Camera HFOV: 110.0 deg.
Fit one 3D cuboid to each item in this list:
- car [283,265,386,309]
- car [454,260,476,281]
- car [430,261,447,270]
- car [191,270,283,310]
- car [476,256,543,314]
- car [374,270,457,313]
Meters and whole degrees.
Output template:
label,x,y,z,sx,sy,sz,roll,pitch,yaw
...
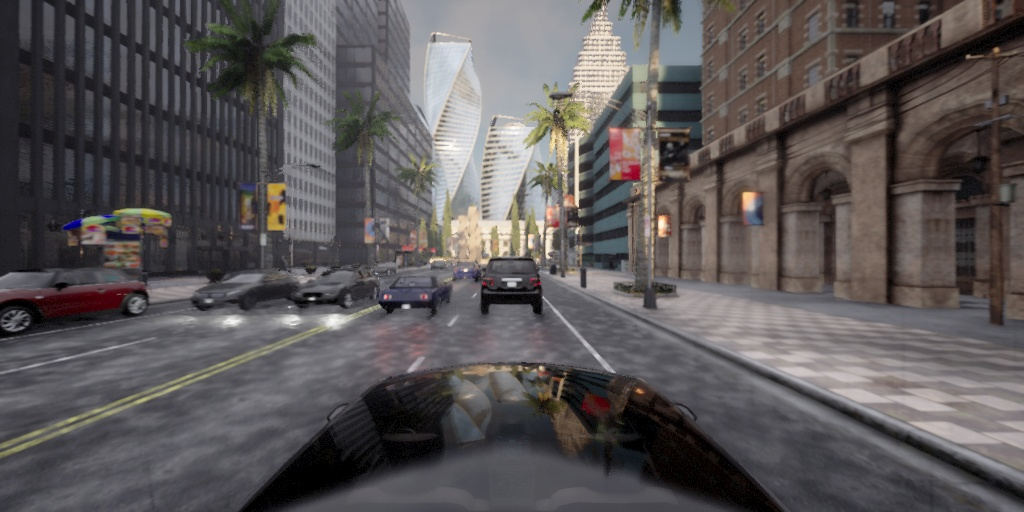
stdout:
label,x,y,z,sx,sy,sz,roll,pitch,yaw
car,-7.253,1.308,15.360,1.837,1.490,4.892,0,0,-1
car,-3.788,1.217,31.062,2.097,1.767,4.553,0,0,-1
car,-11.316,1.465,55.517,1.837,1.490,4.892,0,0,0
car,-10.748,1.328,15.006,1.812,1.442,4.674,0,0,-1
car,-0.042,1.020,14.270,2.150,2.045,5.566,0,0,-1
car,-3.544,1.399,14.120,1.895,1.301,4.718,0,0,-1
